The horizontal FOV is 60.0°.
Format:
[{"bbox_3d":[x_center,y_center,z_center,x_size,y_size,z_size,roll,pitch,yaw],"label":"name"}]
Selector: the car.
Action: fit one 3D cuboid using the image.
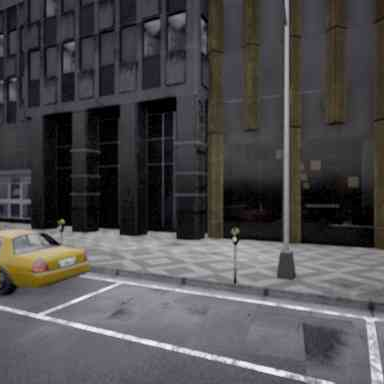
[{"bbox_3d":[-4.849,1.516,8.403,4.829,1.417,1.752,0,0,26],"label":"car"}]
